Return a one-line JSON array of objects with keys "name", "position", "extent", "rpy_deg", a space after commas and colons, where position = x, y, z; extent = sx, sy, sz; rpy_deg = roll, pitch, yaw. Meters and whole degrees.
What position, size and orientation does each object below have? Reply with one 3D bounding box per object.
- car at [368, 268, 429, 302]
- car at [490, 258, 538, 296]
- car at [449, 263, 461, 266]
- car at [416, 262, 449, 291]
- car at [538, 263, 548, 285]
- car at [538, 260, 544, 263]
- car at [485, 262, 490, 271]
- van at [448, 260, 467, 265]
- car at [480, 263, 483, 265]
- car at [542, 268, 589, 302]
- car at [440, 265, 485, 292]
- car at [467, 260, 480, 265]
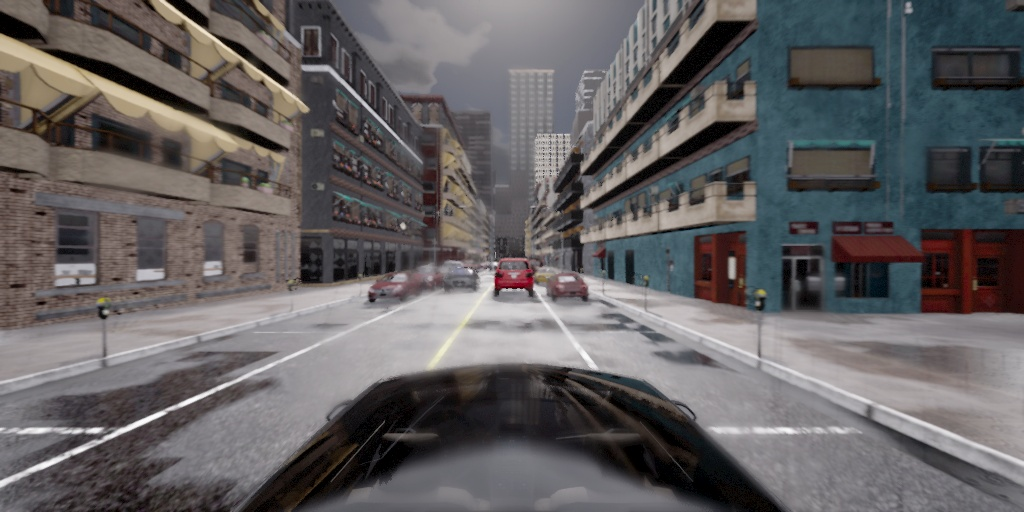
[{"name": "car", "position": [-5.663, 1.481, 17.823], "extent": [1.802, 1.307, 4.207], "rpy_deg": [0, 0, 0]}, {"name": "car", "position": [0.096, 1.154, 21.045], "extent": [2.150, 2.045, 5.566], "rpy_deg": [0, 0, 0]}, {"name": "car", "position": [-5.666, 1.554, 29.027], "extent": [2.007, 1.370, 4.403], "rpy_deg": [0, 0, 0]}, {"name": "car", "position": [-5.665, 1.391, 23.425], "extent": [1.967, 1.591, 4.097], "rpy_deg": [0, 0, 0]}, {"name": "car", "position": [2.681, 1.529, 29.171], "extent": [1.751, 1.417, 4.829], "rpy_deg": [0, 0, 0]}, {"name": "car", "position": [2.678, 1.423, 40.204], "extent": [2.192, 1.841, 5.009], "rpy_deg": [0, 0, 0]}, {"name": "car", "position": [-3.042, 1.819, 63.522], "extent": [2.128, 1.511, 4.902], "rpy_deg": [0, -1, 1]}, {"name": "van", "position": [-5.668, 1.397, 34.628], "extent": [1.690, 1.789, 3.998], "rpy_deg": [0, 0, 0]}, {"name": "car", "position": [-5.713, 1.763, 51.434], "extent": [2.007, 1.370, 4.403], "rpy_deg": [0, 0, 0]}, {"name": "car", "position": [2.685, 1.481, 17.797], "extent": [1.802, 1.307, 4.207], "rpy_deg": [0, 0, 0]}, {"name": "car", "position": [-3.106, 1.513, 23.153], "extent": [1.994, 1.385, 4.181], "rpy_deg": [0, -1, 0]}, {"name": "car", "position": [-5.695, 1.475, 45.832], "extent": [2.192, 1.841, 5.009], "rpy_deg": [0, 0, 0]}]
